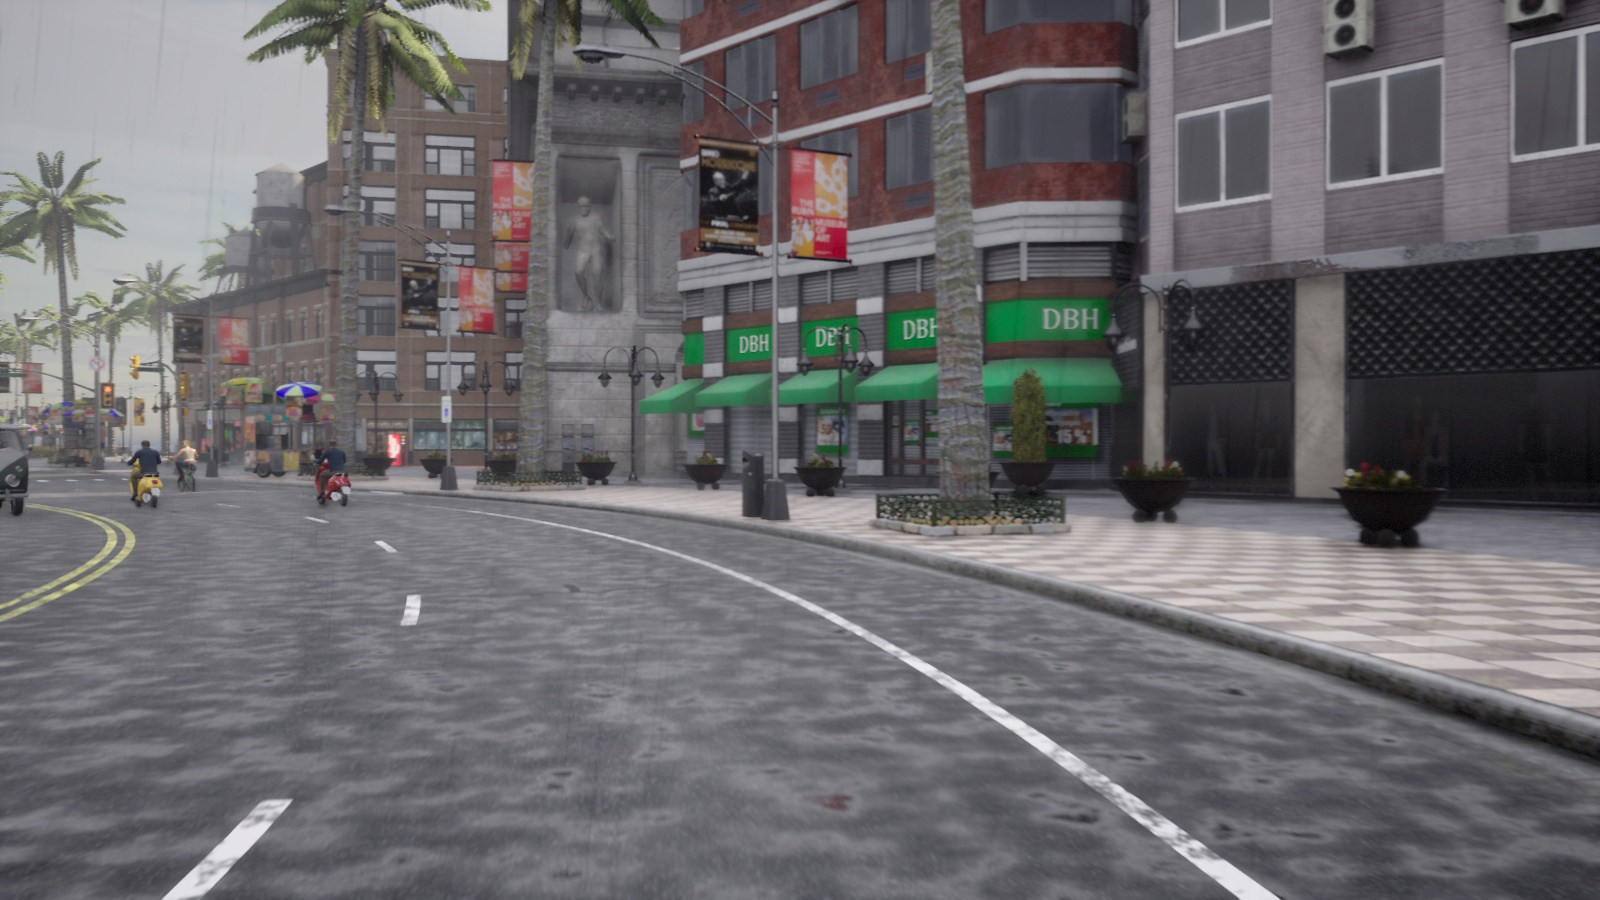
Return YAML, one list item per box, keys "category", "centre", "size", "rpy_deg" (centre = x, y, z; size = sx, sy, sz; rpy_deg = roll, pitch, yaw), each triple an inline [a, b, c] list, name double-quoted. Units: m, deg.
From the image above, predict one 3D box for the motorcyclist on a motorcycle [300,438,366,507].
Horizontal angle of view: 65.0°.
- category: "motorcyclist on a motorcycle"
  centre: [-11.184, 0.535, 30.069]
  size: [0.866, 1.590, 1.817]
  rpy_deg: [0, -1, -42]

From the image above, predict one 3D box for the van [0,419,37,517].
- category: "van"
  centre: [-17.884, 0.351, 27.037]
  size: [1.775, 1.987, 4.442]
  rpy_deg: [0, 0, -41]

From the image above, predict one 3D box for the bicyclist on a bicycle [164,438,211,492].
- category: "bicyclist on a bicycle"
  centre: [-18.824, 0.472, 38.596]
  size: [0.866, 1.612, 1.509]
  rpy_deg: [-1, -1, -43]

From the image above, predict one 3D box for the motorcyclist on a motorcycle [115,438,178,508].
- category: "motorcyclist on a motorcycle"
  centre: [-15.319, 0.539, 29.414]
  size: [0.866, 1.590, 1.817]
  rpy_deg: [0, -1, -42]
